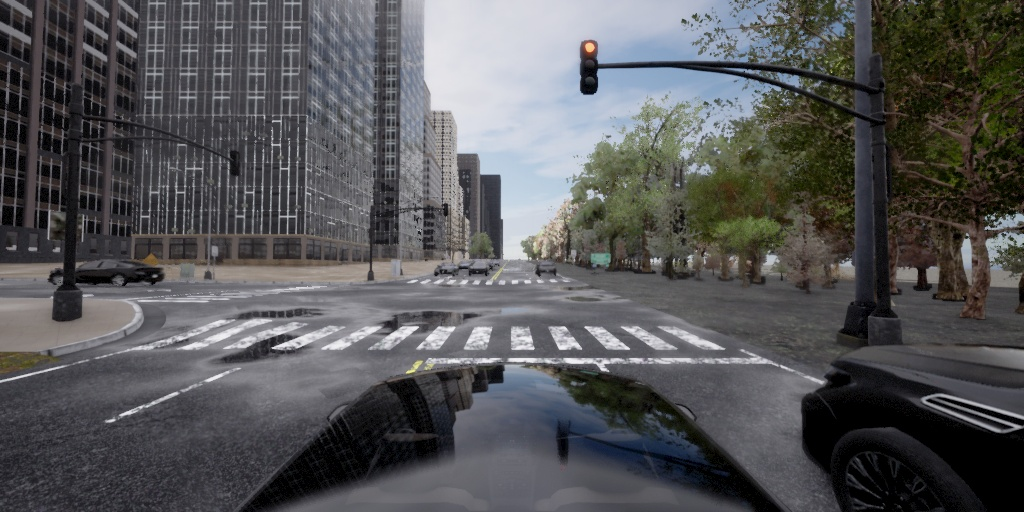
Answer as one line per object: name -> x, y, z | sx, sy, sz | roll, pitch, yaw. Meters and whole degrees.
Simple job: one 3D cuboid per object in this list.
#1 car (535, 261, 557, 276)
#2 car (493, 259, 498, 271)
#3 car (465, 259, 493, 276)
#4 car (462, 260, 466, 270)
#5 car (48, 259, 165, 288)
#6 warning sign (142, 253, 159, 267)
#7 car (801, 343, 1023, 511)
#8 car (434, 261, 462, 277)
car -> 3.361, 1.236, 36.156 | 2.128, 1.511, 4.902 | 1, -1, 0
car -> -3.339, 1.382, 48.478 | 1.895, 1.301, 4.718 | 0, 0, 0
car -> -3.339, 1.251, 37.119 | 1.882, 1.535, 5.008 | 0, 0, 0
car -> -6.588, 1.329, 50.008 | 2.033, 1.411, 5.357 | 0, 0, 0
car -> -22.579, 0.934, 20.086 | 5.008, 1.535, 1.882 | 1, -2, -3
warning sign -> -26.157, 0.734, 25.921 | 1.060, 1.860, 1.300 | 0, 0, -4
car -> 3.359, 0.962, 0.430 | 2.150, 2.045, 5.566 | 0, 0, 0
car -> -6.589, 1.337, 36.413 | 1.994, 1.385, 4.181 | 0, 0, 0
